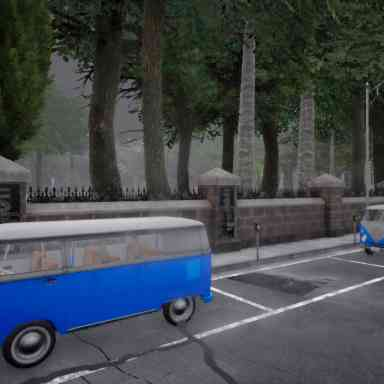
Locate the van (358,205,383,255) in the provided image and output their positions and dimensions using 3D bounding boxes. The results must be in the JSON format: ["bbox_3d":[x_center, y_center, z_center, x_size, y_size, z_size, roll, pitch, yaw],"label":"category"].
[{"bbox_3d":[7.660,1.337,12.031,3.998,1.788,1.690,0,0,-36],"label":"van"}]

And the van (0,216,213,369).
[{"bbox_3d":[-1.540,1.341,5.442,3.998,1.788,1.690,0,0,-36],"label":"van"}]
